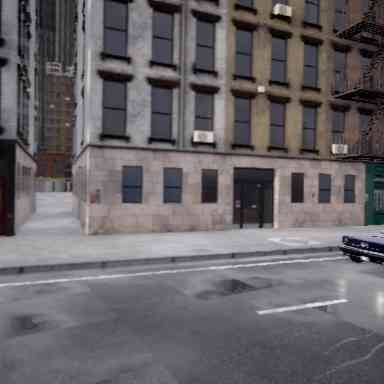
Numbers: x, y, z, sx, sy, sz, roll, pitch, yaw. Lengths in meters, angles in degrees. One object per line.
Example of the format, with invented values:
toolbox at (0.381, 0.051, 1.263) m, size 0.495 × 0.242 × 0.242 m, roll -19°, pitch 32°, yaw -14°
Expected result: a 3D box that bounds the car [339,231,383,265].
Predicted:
car at (6.861, 1.571, 10.101) m, size 4.718 × 1.301 × 1.895 m, roll 1°, pitch 1°, yaw -22°
